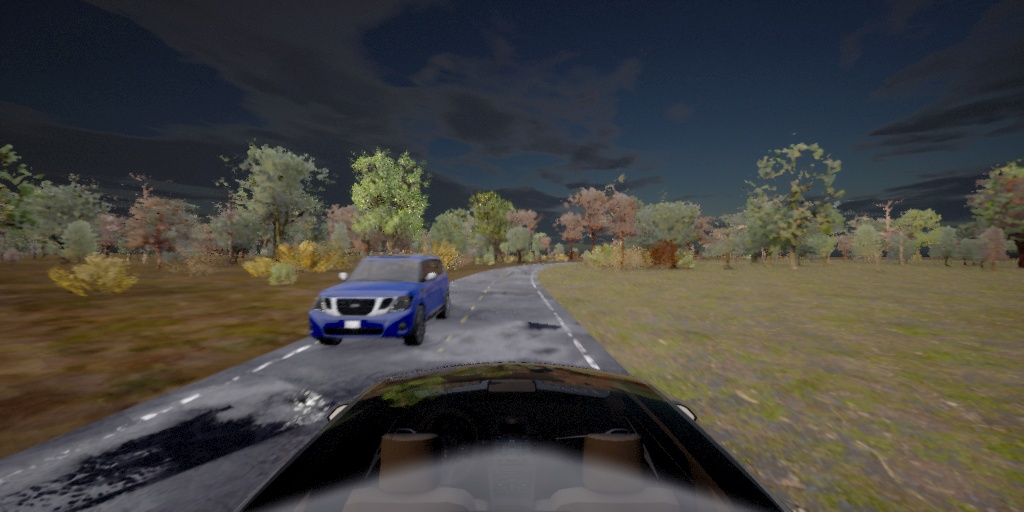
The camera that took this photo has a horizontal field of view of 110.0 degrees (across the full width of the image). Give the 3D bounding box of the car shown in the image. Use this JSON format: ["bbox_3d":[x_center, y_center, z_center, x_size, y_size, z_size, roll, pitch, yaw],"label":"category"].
[{"bbox_3d":[-3.093,0.973,9.733,2.150,2.045,5.566,0,0,0],"label":"car"}]
